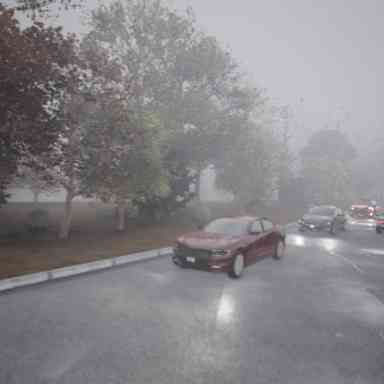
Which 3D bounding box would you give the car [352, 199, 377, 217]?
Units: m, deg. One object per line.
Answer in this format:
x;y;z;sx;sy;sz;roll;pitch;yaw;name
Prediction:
16.572;1.518;31.925;2.097;1.767;4.553;2;1;36;car

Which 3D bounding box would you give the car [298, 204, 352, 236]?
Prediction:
7.713;1.588;19.449;1.837;1.490;4.892;2;1;35;car

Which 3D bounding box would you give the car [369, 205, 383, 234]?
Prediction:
12.303;1.753;19.987;2.033;1.411;5.357;2;1;35;car

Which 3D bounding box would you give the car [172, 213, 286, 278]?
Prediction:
1.386;1.456;10.457;1.882;1.535;5.008;2;1;34;car
